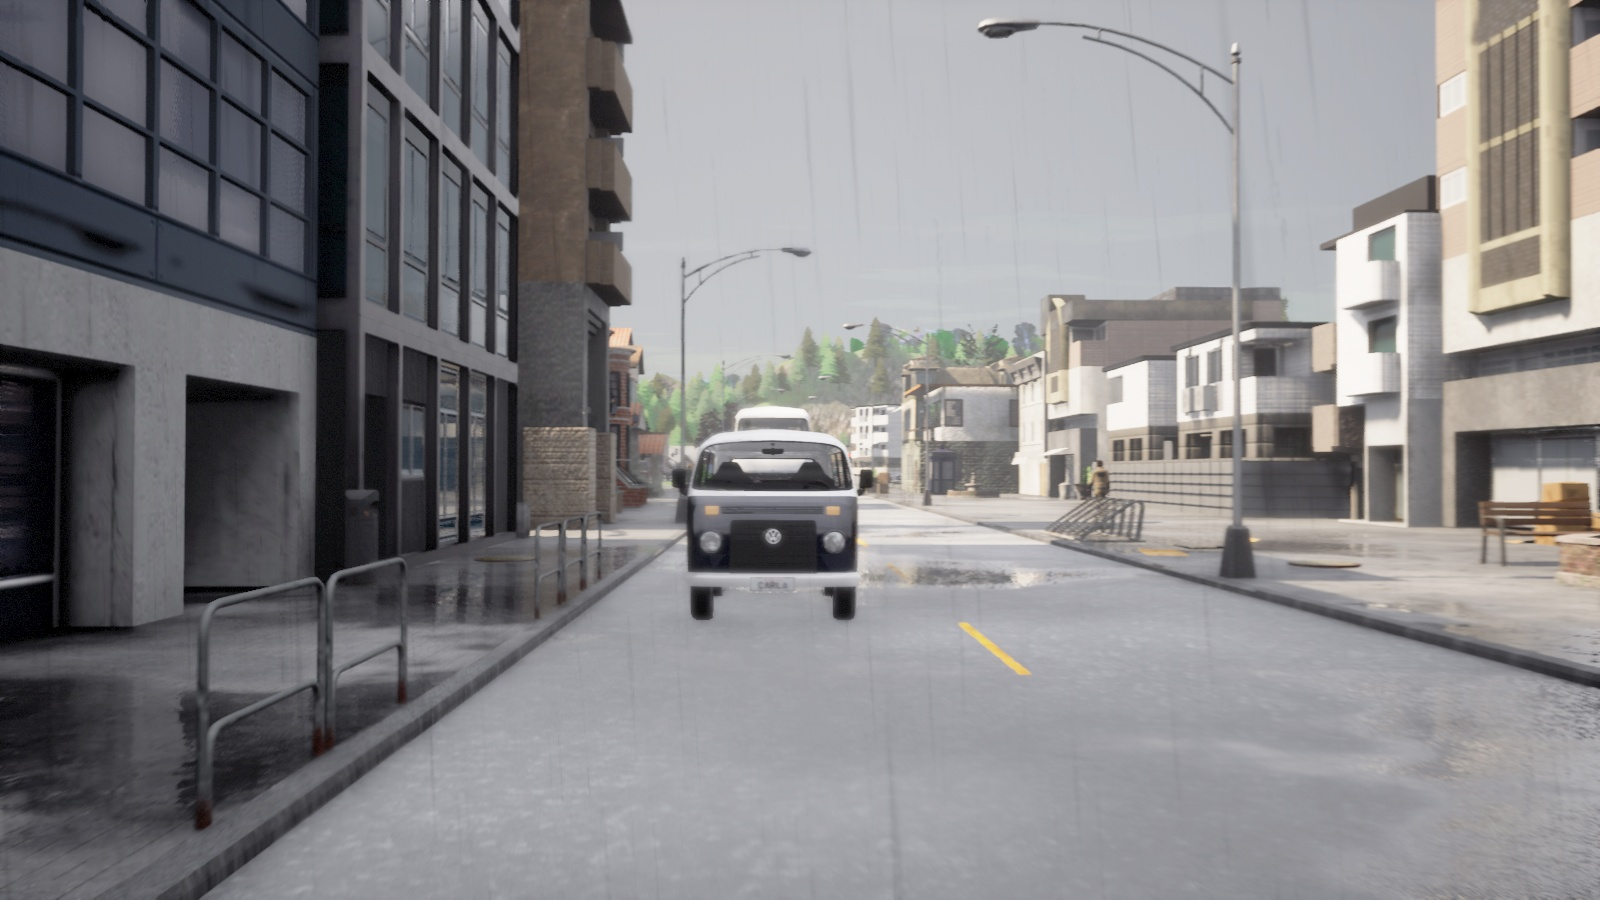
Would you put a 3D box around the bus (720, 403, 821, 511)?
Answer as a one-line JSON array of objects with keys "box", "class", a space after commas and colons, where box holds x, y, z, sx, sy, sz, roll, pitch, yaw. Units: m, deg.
[{"box": [-1.288, 0.357, 54.450, 3.944, 4.253, 10.273, 0, -1, -1], "class": "bus"}]

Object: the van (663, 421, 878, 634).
[{"box": [-0.335, 0.781, 14.369, 2.069, 2.038, 4.480, 0, -1, -1], "class": "van"}]

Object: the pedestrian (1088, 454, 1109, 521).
[{"box": [8.644, 1.086, 36.408, 0.396, 1.930, 0.692, 0, -1, -2], "class": "pedestrian"}]
